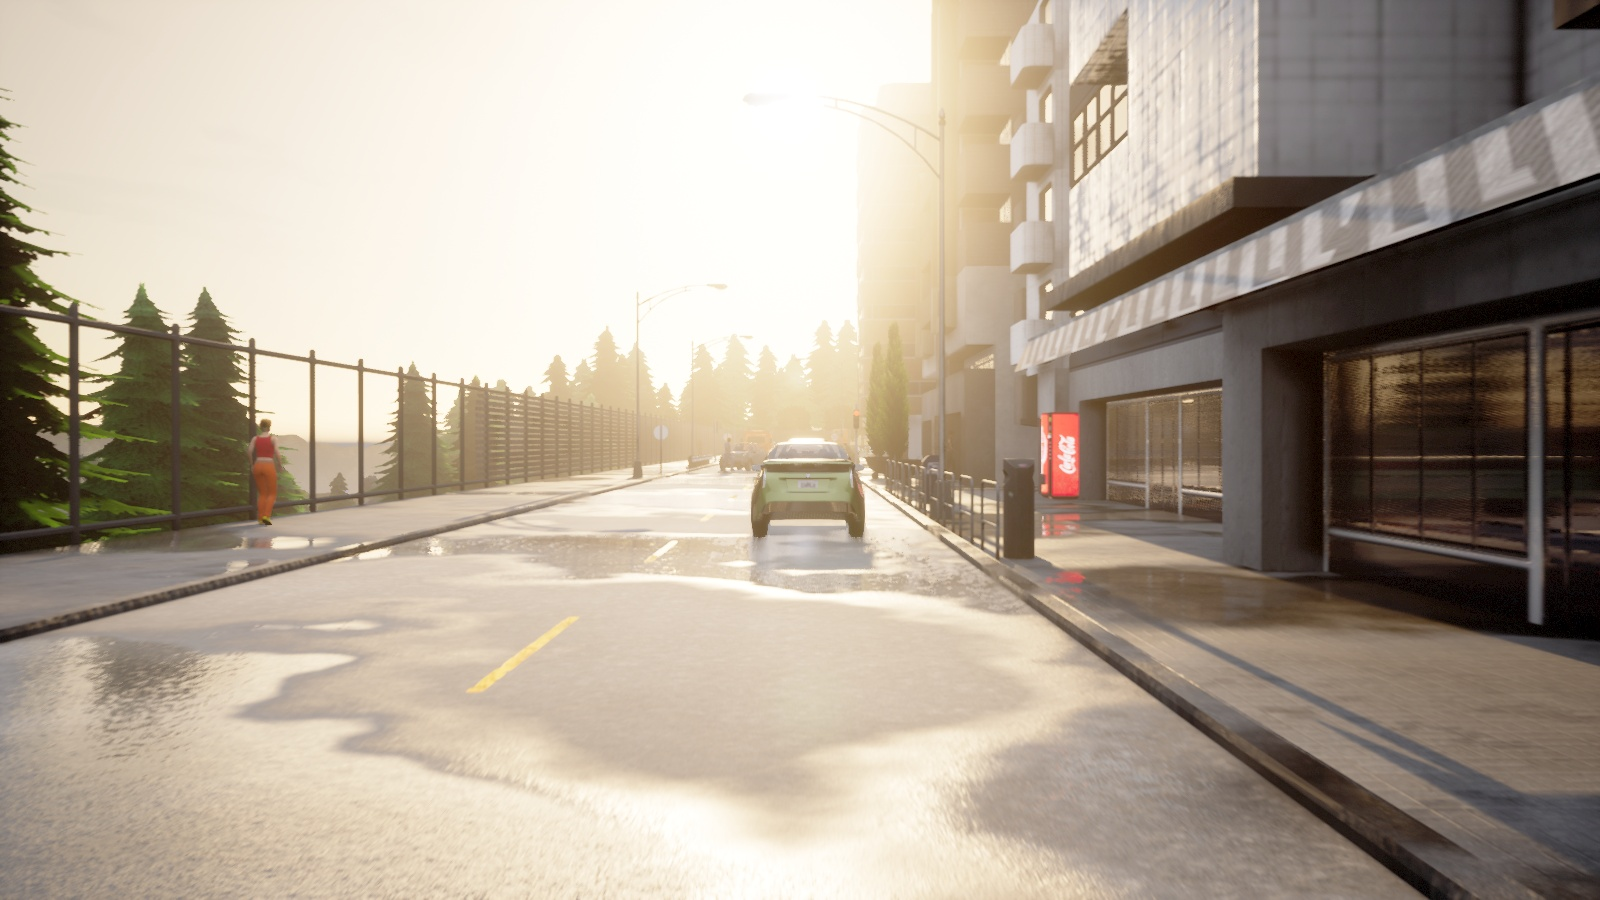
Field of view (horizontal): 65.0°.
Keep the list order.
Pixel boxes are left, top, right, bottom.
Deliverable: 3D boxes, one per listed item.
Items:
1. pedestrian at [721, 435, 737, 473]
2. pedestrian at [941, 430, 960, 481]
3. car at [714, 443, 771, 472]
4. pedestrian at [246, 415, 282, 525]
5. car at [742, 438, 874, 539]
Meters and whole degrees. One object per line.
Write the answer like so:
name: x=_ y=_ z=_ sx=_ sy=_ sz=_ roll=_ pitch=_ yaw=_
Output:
pedestrian: x=-3.503 y=0.195 z=61.843 sx=0.706 sy=1.836 sz=0.354 roll=0 pitch=0 yaw=22
pedestrian: x=5.447 y=0.205 z=45.425 sx=0.594 sy=1.836 sz=0.345 roll=0 pitch=0 yaw=21
car: x=-3.023 y=0.382 z=66.688 sx=1.845 sy=1.501 sz=3.633 roll=0 pitch=0 yaw=18
pedestrian: x=-9.055 y=0.330 z=21.221 sx=0.345 sy=1.836 sz=0.594 roll=0 pitch=0 yaw=1
car: x=0.134 y=0.573 z=21.359 sx=2.007 sy=1.525 sz=4.514 roll=0 pitch=0 yaw=0
